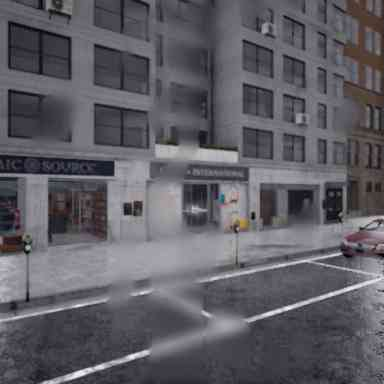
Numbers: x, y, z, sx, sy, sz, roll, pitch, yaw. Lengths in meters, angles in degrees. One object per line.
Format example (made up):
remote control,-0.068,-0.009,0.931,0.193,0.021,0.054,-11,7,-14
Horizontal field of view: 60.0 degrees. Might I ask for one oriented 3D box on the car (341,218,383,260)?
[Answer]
car,6.847,1.575,11.421,4.206,1.307,1.802,0,0,-36
